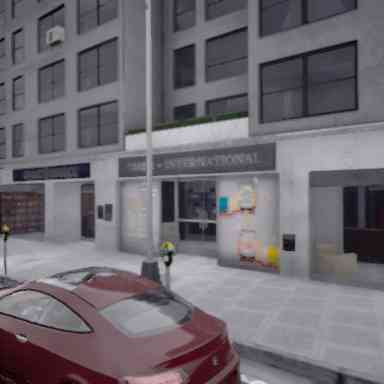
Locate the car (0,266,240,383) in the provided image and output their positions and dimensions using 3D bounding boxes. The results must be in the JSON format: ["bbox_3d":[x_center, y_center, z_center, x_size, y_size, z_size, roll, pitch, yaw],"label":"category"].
[{"bbox_3d":[-1.453,1.616,4.114,4.206,1.307,1.802,-1,0,35],"label":"car"}]
